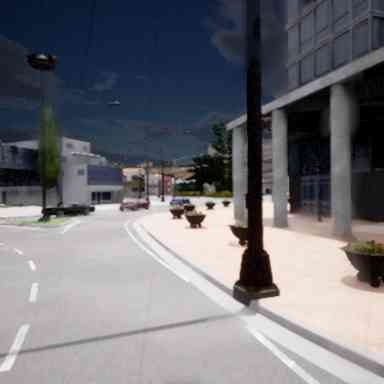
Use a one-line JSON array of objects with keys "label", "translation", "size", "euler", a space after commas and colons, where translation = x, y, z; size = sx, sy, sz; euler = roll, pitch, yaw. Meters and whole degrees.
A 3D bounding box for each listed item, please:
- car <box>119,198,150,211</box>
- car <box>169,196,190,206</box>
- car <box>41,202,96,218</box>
[{"label": "car", "translation": [-6.685, 1.464, 39.302], "size": [1.812, 1.442, 4.674], "euler": [-1, 0, 24]}, {"label": "car", "translation": [-1.758, 1.375, 50.639], "size": [1.812, 1.442, 4.674], "euler": [-1, 0, 23]}, {"label": "car", "translation": [-11.330, 1.616, 30.697], "size": [1.895, 1.301, 4.718], "euler": [0, 0, 33]}]
